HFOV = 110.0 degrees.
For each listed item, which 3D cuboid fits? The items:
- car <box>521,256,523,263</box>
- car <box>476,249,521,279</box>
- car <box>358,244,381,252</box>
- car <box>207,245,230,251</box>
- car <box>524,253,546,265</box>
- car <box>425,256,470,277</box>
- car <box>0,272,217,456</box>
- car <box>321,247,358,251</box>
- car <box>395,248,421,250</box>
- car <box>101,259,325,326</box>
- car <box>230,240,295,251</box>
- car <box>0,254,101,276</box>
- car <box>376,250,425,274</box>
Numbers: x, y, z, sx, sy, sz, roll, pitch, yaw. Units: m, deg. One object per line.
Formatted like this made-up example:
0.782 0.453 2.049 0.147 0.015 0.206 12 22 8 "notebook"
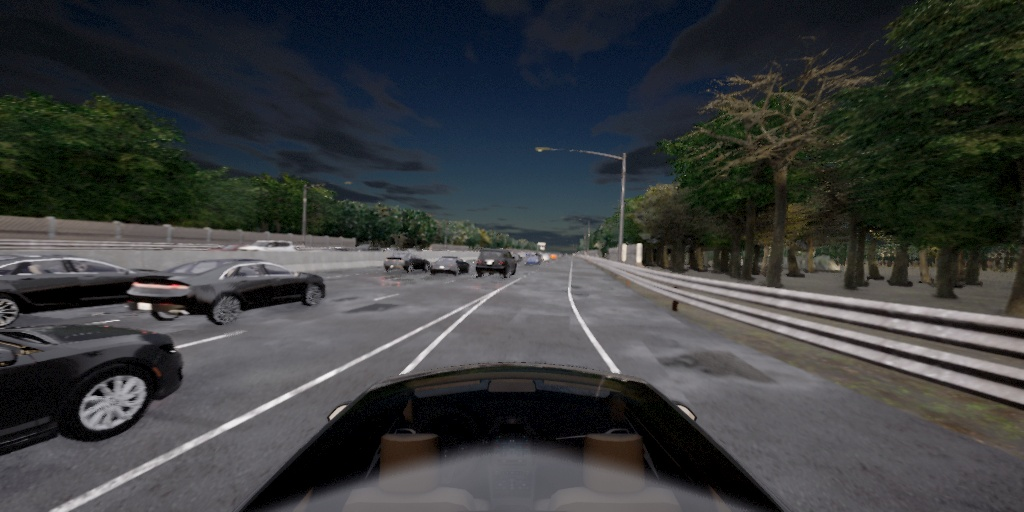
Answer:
0.487 0.410 56.458 1.994 1.385 4.181 2 1 10 "car"
-1.049 0.523 26.283 2.150 2.045 5.566 2 1 10 "car"
-21.403 -0.724 52.947 2.150 2.045 5.566 2 1 10 "car"
-27.855 -0.429 36.070 1.882 1.535 5.008 2 1 10 "car"
3.271 0.577 51.935 2.033 1.411 5.357 2 1 10 "car"
-4.520 0.722 26.814 1.994 1.385 4.181 2 1 10 "car"
-5.112 1.060 2.296 1.837 1.490 4.892 2 1 10 "car"
-17.460 0.026 34.676 1.837 1.490 4.892 2 1 10 "car"
-14.475 -0.310 52.065 2.097 1.767 4.553 2 1 10 "car"
-7.361 0.828 9.974 2.128 1.511 4.902 2 1 10 "car"
-24.356 -0.544 35.750 2.150 2.045 5.566 2 1 10 "car"
-11.109 0.703 8.781 2.128 1.511 4.902 2 1 10 "car"
-7.964 0.506 27.406 2.128 1.511 4.902 2 1 10 "car"
